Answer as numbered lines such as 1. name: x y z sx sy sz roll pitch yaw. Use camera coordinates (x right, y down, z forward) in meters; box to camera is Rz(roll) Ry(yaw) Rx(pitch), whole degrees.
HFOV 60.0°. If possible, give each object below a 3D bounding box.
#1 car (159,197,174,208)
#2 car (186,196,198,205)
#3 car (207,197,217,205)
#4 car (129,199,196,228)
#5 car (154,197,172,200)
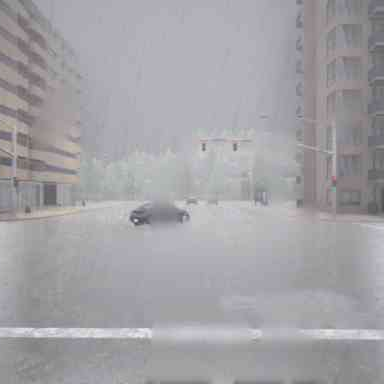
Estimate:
1. car: -3.606 1.505 48.061 1.837 1.490 4.892 0 0 0
2. car: -0.024 1.526 60.009 1.812 1.442 4.674 0 0 0
3. car: 3.720 1.547 60.779 2.033 1.411 5.357 0 0 4
4. car: -2.103 1.505 22.591 1.837 1.490 4.892 2 1 35
5. car: -3.614 1.352 38.279 2.097 1.767 4.553 0 0 0
